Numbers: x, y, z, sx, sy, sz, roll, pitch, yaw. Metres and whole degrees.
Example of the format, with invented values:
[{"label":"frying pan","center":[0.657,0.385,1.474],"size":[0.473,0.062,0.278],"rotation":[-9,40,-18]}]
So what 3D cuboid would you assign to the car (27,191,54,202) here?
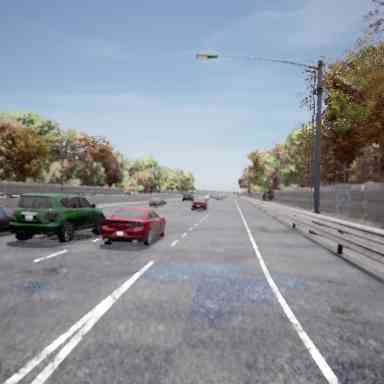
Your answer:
[{"label":"car","center":[-25.613,0.823,56.513],"size":[2.097,1.767,4.553],"rotation":[2,-1,7]}]

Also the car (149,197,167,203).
[{"label":"car","center":[-5.182,1.526,50.653],"size":[2.033,1.411,5.357],"rotation":[2,0,7]}]

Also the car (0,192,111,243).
[{"label":"car","center":[-5.946,1.090,15.435],"size":[2.150,2.045,5.566],"rotation":[2,0,7]}]

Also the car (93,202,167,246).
[{"label":"car","center":[-2.461,1.444,15.157],"size":[1.882,1.535,5.008],"rotation":[2,0,7]}]

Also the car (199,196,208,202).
[{"label":"car","center":[3.150,1.911,90.069],"size":[1.895,1.301,4.718],"rotation":[2,0,7]}]

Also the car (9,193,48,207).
[{"label":"car","center":[-20.412,1.004,41.746],"size":[1.882,1.535,5.008],"rotation":[2,1,7]}]

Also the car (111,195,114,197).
[{"label":"car","center":[-14.818,1.287,58.348],"size":[1.837,1.490,4.892],"rotation":[2,0,7]}]

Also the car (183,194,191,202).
[{"label":"car","center":[-1.048,1.408,84.470],"size":[2.150,2.045,5.566],"rotation":[2,0,7]}]

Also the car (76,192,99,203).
[{"label":"car","center":[-18.304,0.984,58.612],"size":[2.097,1.767,4.553],"rotation":[2,0,7]}]

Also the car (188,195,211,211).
[{"label":"car","center":[1.105,1.619,44.430],"size":[1.882,1.535,5.008],"rotation":[2,0,7]}]
